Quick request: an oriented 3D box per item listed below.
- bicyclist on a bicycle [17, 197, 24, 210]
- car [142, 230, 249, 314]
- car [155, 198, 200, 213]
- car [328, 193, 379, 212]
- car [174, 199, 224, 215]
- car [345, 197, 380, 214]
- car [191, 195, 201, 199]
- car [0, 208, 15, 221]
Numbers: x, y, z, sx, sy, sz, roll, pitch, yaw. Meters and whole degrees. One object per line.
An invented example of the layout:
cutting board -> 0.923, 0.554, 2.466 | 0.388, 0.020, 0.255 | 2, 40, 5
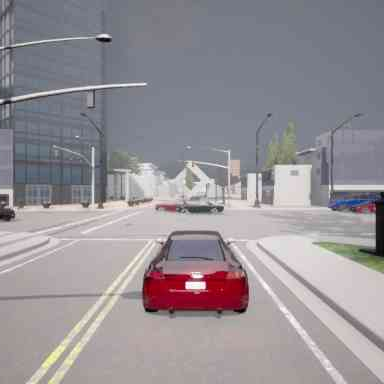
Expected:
bicyclist on a bicycle -> -21.975, 1.466, 42.578 | 0.582, 1.620, 1.656 | -1, 0, 0
car -> 0.075, 1.564, 7.685 | 1.994, 1.385, 4.181 | 0, 0, 0
car -> -1.758, 1.621, 36.950 | 4.718, 1.301, 1.895 | 0, 0, 0
car -> 18.167, 1.185, 37.099 | 5.566, 2.045, 2.150 | 0, 0, 0
car -> 0.814, 1.612, 33.471 | 4.718, 1.301, 1.895 | 0, 0, 0
car -> 18.228, 1.526, 33.597 | 4.181, 1.385, 1.994 | 0, 0, 0
car -> 0.785, 1.524, 77.306 | 1.812, 1.442, 4.674 | 0, 0, 12
car -> -16.597, 1.587, 26.143 | 5.008, 1.535, 1.882 | -1, 0, 0
